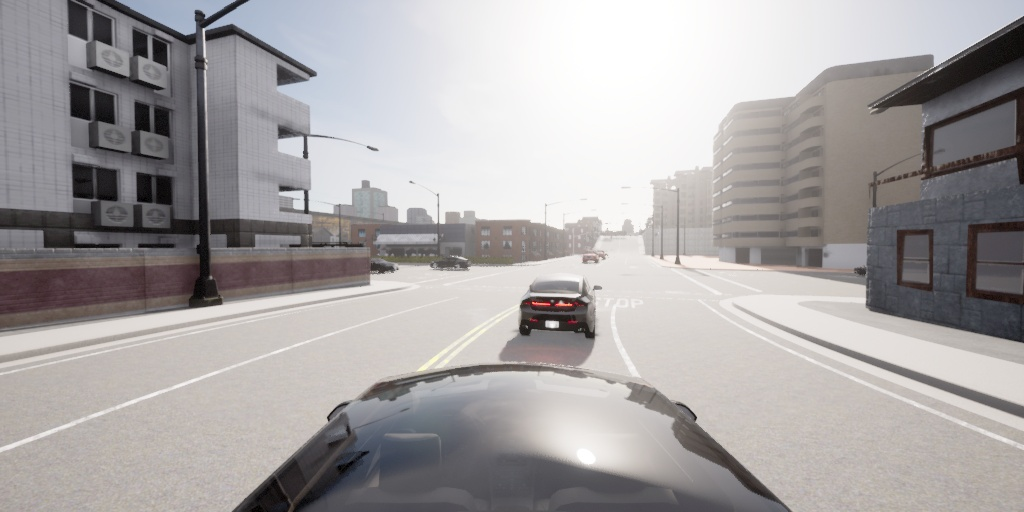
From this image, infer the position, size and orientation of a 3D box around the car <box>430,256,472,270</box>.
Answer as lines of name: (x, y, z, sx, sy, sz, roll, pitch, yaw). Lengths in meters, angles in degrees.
car: (-7.009, 0.784, 40.881, 4.892, 1.490, 1.837, 0, 1, 19)

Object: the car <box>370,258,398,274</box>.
car: (-13.591, 0.911, 35.564, 4.902, 1.511, 2.128, 0, 2, 20)

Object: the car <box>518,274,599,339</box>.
car: (1.448, 1.245, 10.253, 1.837, 1.490, 4.892, 0, 0, 13)

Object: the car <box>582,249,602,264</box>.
car: (12.445, 0.086, 56.820, 2.150, 2.045, 5.566, 0, 1, 18)

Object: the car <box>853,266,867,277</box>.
car: (33.597, 1.218, 31.852, 4.892, 1.490, 1.837, 1, 2, 17)
